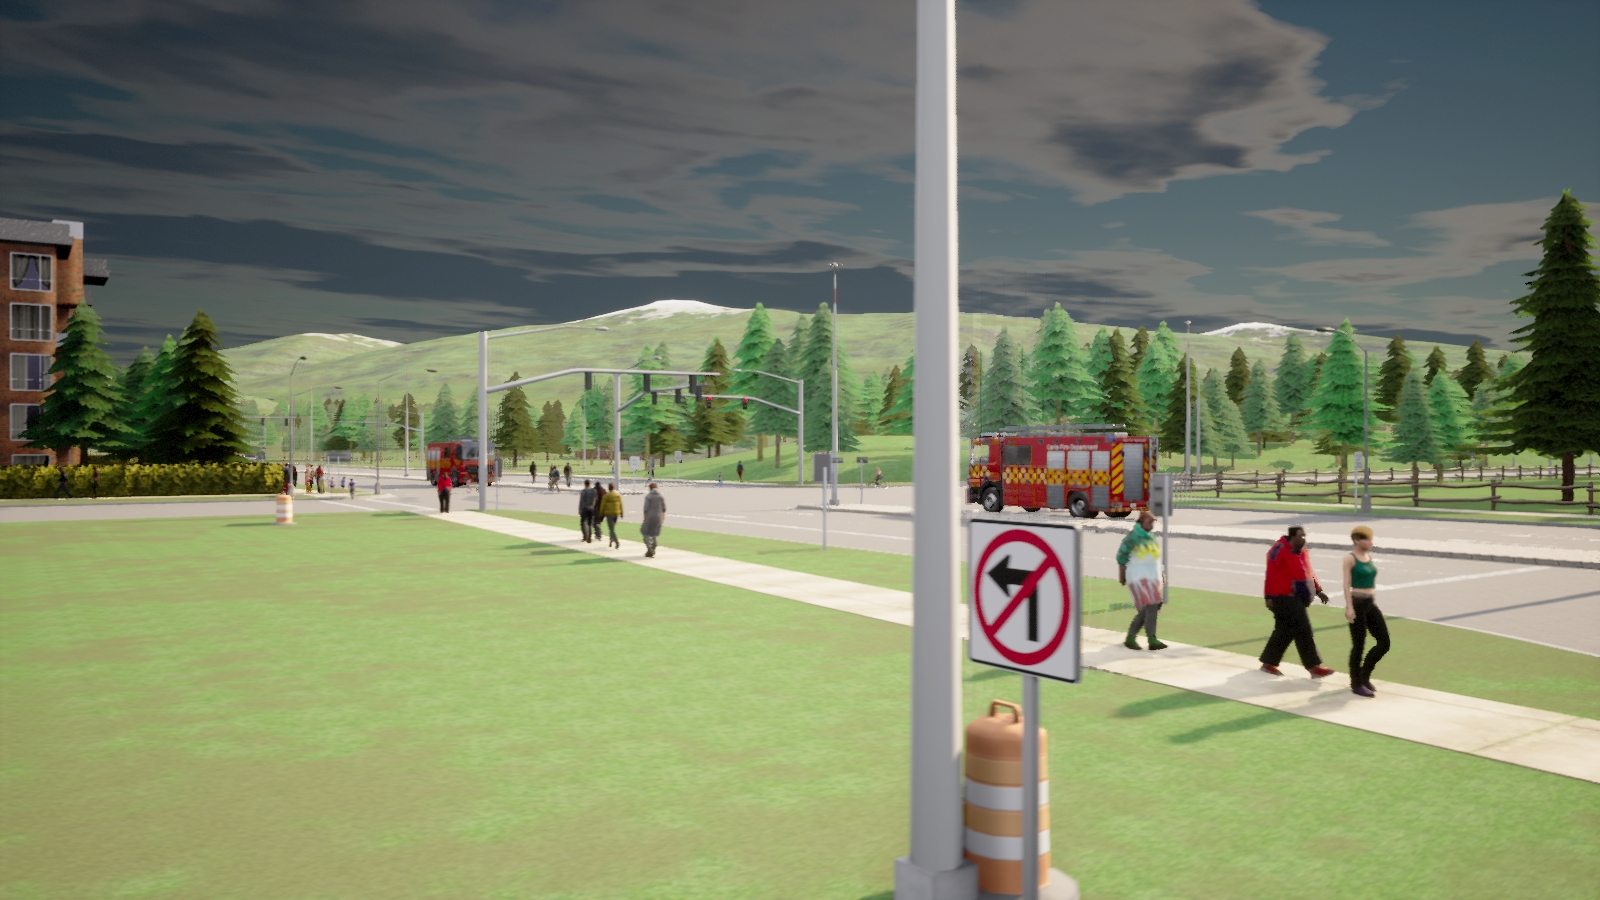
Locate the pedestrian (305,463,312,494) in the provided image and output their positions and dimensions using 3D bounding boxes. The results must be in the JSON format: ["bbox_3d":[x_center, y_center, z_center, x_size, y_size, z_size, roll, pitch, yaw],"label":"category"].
[{"bbox_3d":[-29.519,1.697,68.615,0.375,1.860,0.375,0,0,-14],"label":"pedestrian"}]

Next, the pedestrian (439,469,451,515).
[{"bbox_3d":[-14.488,1.696,46.630,0.375,1.860,0.375,0,0,-31],"label":"pedestrian"}]

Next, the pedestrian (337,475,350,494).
[{"bbox_3d":[-27.342,2.070,68.447,0.500,1.100,0.500,0,0,35],"label":"pedestrian"}]

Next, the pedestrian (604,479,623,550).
[{"bbox_3d":[-4.935,1.696,30.266,0.375,1.860,0.375,0,0,-30],"label":"pedestrian"}]

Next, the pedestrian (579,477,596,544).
[{"bbox_3d":[-5.960,1.696,32.035,0.375,1.860,0.375,0,0,-32],"label":"pedestrian"}]

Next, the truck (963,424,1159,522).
[{"bbox_3d":[10.954,0.891,48.892,2.891,3.827,8.468,0,0,-34],"label":"truck"}]

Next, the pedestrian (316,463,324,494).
[{"bbox_3d":[-29.059,1.697,69.151,0.375,1.860,0.375,0,0,-28],"label":"pedestrian"}]

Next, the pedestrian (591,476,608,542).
[{"bbox_3d":[-5.795,1.696,33.013,0.375,1.860,0.375,0,0,-29],"label":"pedestrian"}]

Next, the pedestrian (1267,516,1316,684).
[{"bbox_3d":[5.633,1.696,13.096,0.375,1.860,0.375,0,0,-33],"label":"pedestrian"}]

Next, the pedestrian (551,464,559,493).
[{"bbox_3d":[-16.007,1.853,74.579,0.375,1.860,0.375,0,0,-32],"label":"pedestrian"}]

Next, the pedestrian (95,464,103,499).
[{"bbox_3d":[-37.780,1.697,61.568,0.375,1.860,0.375,0,0,-35],"label":"pedestrian"}]

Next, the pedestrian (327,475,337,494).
[{"bbox_3d":[-28.221,2.075,68.918,0.500,1.100,0.500,0,0,-25],"label":"pedestrian"}]

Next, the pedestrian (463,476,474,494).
[{"bbox_3d":[-21.162,2.229,72.876,0.500,1.100,0.500,0,0,-39],"label":"pedestrian"}]

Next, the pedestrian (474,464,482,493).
[{"bbox_3d":[-20.678,1.849,73.474,0.375,1.860,0.375,0,0,-39],"label":"pedestrian"}]

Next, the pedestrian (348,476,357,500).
[{"bbox_3d":[-25.126,2.129,64.139,0.375,1.300,0.375,0,0,-39],"label":"pedestrian"}]

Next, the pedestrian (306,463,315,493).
[{"bbox_3d":[-29.679,1.696,69.289,0.375,1.860,0.375,0,0,43],"label":"pedestrian"}]

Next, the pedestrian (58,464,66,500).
[{"bbox_3d":[-39.168,1.697,60.646,0.375,1.860,0.375,0,0,-35],"label":"pedestrian"}]

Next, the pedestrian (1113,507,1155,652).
[{"bbox_3d":[4.413,1.697,15.103,0.375,1.860,0.375,0,0,-31],"label":"pedestrian"}]

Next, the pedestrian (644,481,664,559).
[{"bbox_3d":[-3.560,1.696,27.840,0.375,1.860,0.375,0,0,-29],"label":"pedestrian"}]

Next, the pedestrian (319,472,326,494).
[{"bbox_3d":[-28.374,1.977,67.871,0.375,1.300,0.375,0,0,-27],"label":"pedestrian"}]

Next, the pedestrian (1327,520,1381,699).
[{"bbox_3d":[5.968,1.696,12.311,0.375,1.860,0.375,0,0,-26],"label":"pedestrian"}]
